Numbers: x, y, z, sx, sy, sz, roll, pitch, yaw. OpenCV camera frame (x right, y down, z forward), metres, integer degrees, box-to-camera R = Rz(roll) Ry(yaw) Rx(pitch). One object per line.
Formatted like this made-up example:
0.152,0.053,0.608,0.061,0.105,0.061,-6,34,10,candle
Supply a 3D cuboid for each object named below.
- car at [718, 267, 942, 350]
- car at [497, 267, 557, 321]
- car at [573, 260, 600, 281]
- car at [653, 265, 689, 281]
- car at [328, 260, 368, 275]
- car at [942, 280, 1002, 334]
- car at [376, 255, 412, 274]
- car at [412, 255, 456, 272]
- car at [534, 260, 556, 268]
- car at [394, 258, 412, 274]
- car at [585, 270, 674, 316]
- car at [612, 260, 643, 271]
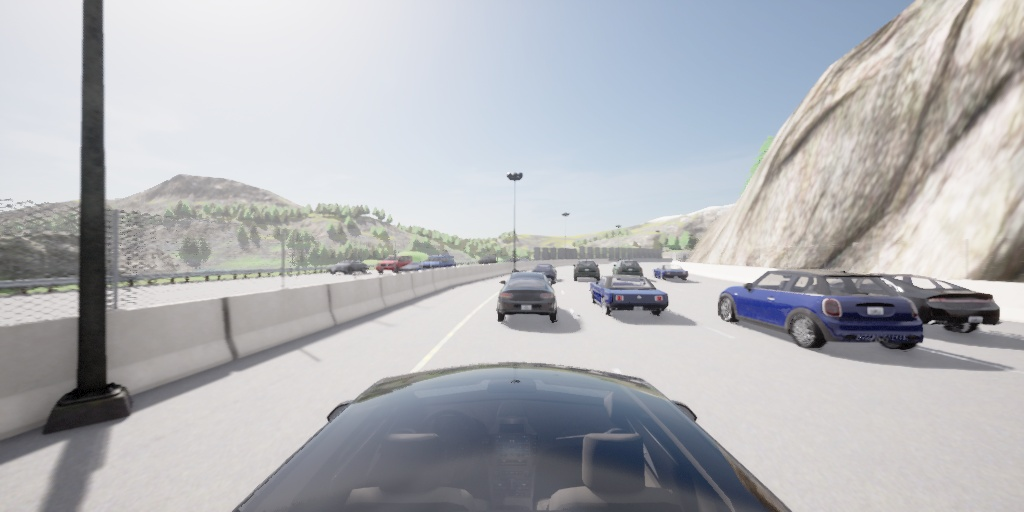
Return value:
7.393,1.120,9.320,2.097,1.767,4.553,0,0,3,car
0.544,1.278,12.348,1.812,1.442,4.674,0,0,3,car
6.311,1.119,30.568,2.097,1.767,4.553,0,0,10,car
13.390,1.385,30.592,1.895,1.301,4.718,0,0,10,car
-17.367,1.203,38.230,2.128,1.511,4.902,0,0,11,car
10.974,1.269,10.797,2.128,1.511,4.902,0,0,3,car
-13.233,0.942,41.035,2.150,2.045,5.566,0,0,12,car
-7.296,0.953,35.177,2.150,2.045,5.566,0,0,11,car
2.805,1.322,30.866,1.994,1.385,4.181,0,0,10,car
-10.144,1.275,38.854,2.033,1.411,5.357,0,0,12,car
4.126,1.361,13.466,1.895,1.301,4.718,0,0,4,car
9.965,1.128,31.170,2.097,1.767,4.553,0,0,10,car
